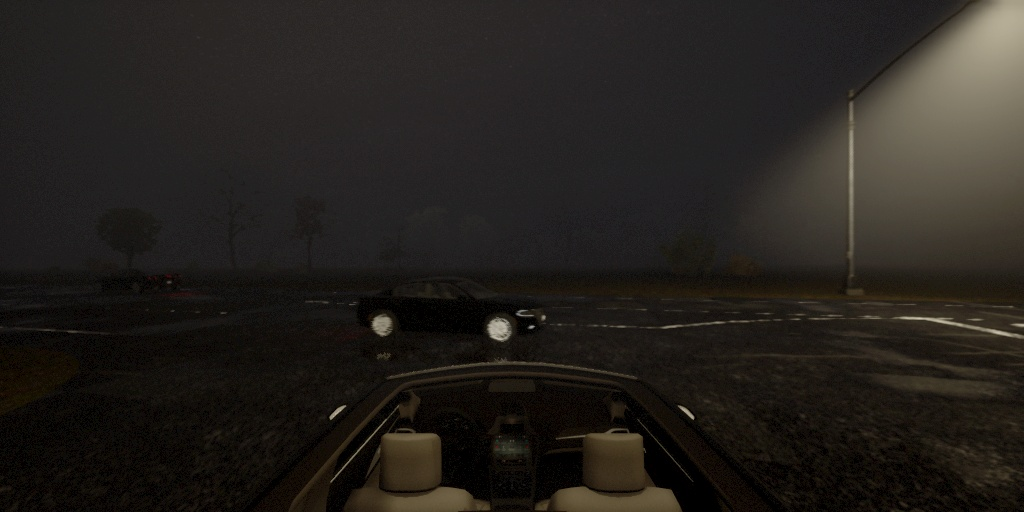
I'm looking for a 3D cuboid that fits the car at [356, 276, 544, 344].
[{"bbox_3d":[-1.648,1.305,9.599,5.008,1.535,1.882,-1,0,13],"label":"car"}]

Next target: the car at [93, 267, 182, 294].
[{"bbox_3d":[-22.498,1.405,21.568,5.008,1.535,1.882,0,0,13],"label":"car"}]
